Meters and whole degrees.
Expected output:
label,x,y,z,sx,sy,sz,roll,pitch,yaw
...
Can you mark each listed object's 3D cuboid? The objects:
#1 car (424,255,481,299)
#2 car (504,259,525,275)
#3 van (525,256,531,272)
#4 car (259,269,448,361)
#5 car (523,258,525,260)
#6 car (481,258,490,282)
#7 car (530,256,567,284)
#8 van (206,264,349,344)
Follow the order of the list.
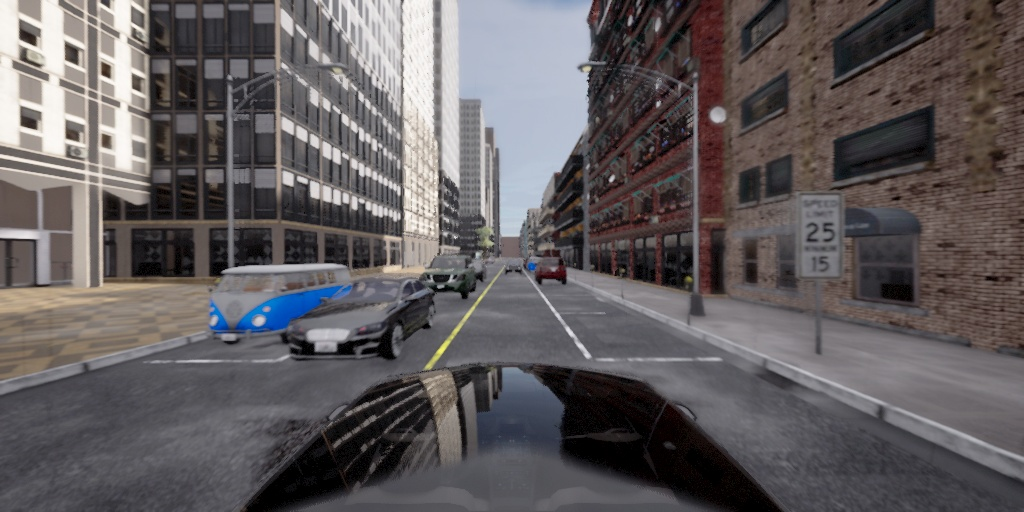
label,x,y,z,sx,sy,sz,roll,pitch,yaw
car,-3.079,0.960,18.316,2.150,2.045,5.566,0,0,0
car,0.157,1.296,38.934,1.895,1.301,4.718,0,0,0
van,2.757,1.020,42.589,1.690,1.789,3.998,0,0,0
car,-3.097,1.245,8.423,2.128,1.511,4.902,0,0,0
car,2.767,1.223,48.139,2.007,1.370,4.403,0,0,0
car,-3.047,1.201,28.632,1.882,1.535,5.008,0,0,0
car,2.728,1.016,25.936,2.192,1.841,5.009,0,0,0
van,-5.681,1.104,9.297,1.690,1.789,3.998,0,0,0
